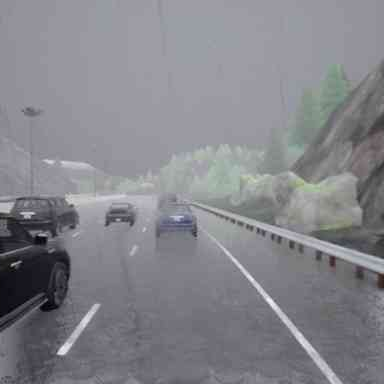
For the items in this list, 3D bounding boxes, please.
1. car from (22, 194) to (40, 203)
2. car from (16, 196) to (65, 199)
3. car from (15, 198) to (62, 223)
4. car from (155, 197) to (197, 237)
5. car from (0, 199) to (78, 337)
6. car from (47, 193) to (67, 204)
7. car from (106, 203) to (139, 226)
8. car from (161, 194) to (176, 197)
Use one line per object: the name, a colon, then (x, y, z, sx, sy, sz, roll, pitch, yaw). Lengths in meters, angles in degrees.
car: (-34.025, 1.429, 70.440, 2.097, 1.767, 4.553, 0, 0, -5)
car: (-7.906, 1.239, 18.182, 2.150, 2.045, 5.566, 0, 0, -5)
car: (-12.218, 1.379, 26.849, 2.097, 1.767, 4.553, 0, 0, -5)
car: (-0.921, 1.355, 18.349, 2.097, 1.767, 4.553, 0, 0, -5)
car: (-3.549, 1.230, 4.622, 2.150, 2.045, 5.566, 0, 0, -1)
car: (-26.527, 1.285, 65.515, 2.150, 2.045, 5.566, 0, 0, -5)
car: (-4.874, 1.516, 23.446, 1.837, 1.490, 4.892, 0, 0, -5)
car: (-2.733, 1.229, 38.151, 2.150, 2.045, 5.566, 0, 0, -5)
